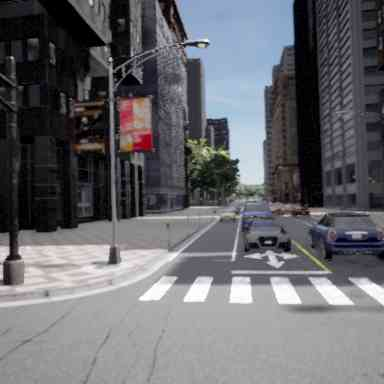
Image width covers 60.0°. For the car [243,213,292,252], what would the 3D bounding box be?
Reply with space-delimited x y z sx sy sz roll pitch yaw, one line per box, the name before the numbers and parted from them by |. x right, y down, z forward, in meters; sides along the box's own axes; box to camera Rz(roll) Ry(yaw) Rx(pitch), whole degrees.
car | 3.486 1.958 15.866 1.994 1.385 4.181 -2 -2 9

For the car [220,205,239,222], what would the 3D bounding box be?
car | 3.980 2.481 36.508 1.752 1.417 4.829 -2 -2 9

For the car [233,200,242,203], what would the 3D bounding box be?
car | 7.320 2.785 58.125 2.192 1.841 5.009 -2 -2 9

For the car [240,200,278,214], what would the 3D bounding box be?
car | 4.906 1.833 25.139 2.150 2.045 5.566 -2 -2 9

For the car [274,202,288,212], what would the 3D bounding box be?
car | 16.573 2.761 62.173 1.967 1.590 4.097 -2 -2 9

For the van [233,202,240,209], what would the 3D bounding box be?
van | 11.471 3.462 84.927 1.690 1.788 3.998 -2 -2 9

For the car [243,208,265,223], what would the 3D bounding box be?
car | 6.387 2.397 34.586 1.994 1.385 4.181 -2 -2 9

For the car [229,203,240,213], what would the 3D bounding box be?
car | 6.498 2.923 52.757 1.802 1.307 4.206 -2 -2 9

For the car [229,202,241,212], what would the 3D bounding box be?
car | 8.980 3.044 68.846 2.192 1.841 5.009 -2 -2 9

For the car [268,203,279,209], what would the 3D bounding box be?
car | 19.067 3.262 78.249 2.008 1.369 4.403 -2 -2 9

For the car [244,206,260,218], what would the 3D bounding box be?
car | 7.957 2.630 44.480 1.994 1.385 4.181 -2 -2 9

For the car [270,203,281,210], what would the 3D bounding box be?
car | 18.236 3.126 72.890 1.887 1.381 4.507 -2 -2 9

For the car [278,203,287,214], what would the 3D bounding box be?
car | 11.370 2.361 45.951 2.097 1.767 4.553 -2 -2 9

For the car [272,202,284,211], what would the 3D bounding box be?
car | 17.403 2.891 67.533 1.967 1.590 4.097 -2 -2 9

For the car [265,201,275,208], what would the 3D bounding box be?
car | 20.720 3.287 88.975 2.192 1.841 5.009 -2 -2 9

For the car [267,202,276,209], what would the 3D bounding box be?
car | 19.923 3.371 83.777 1.752 1.417 4.829 -2 -2 9

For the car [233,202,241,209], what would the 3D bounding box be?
car | 12.305 3.691 90.285 1.967 1.590 4.097 -2 -2 9

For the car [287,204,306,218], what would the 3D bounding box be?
car | 13.257 2.353 40.732 1.887 1.381 4.507 -2 -2 9

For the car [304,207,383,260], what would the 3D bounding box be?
car | 6.139 1.607 13.609 2.097 1.767 4.553 -2 -2 12

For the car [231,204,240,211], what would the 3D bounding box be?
car | 9.817 3.404 74.199 1.887 1.381 4.507 -2 -2 9
